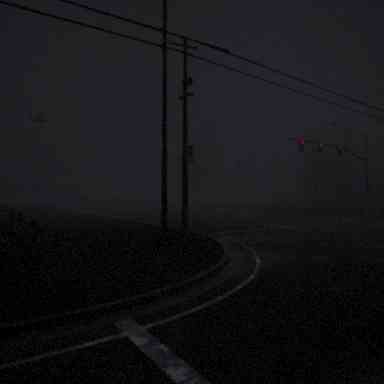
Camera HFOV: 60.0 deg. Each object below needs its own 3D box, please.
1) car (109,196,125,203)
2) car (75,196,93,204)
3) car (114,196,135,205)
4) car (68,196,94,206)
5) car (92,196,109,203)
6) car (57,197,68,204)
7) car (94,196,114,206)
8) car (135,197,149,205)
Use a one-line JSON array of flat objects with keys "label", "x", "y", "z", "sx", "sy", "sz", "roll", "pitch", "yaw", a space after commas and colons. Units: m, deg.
[{"label": "car", "x": -15.927, "y": 1.541, "z": 70.456, "sx": 1.812, "sy": 1.442, "sz": 4.674, "roll": 0, "pitch": 0, "yaw": -35}, {"label": "car", "x": -21.657, "y": 1.528, "z": 66.436, "sx": 2.128, "sy": 1.511, "sz": 4.902, "roll": 0, "pitch": 0, "yaw": -35}, {"label": "car", "x": -12.737, "y": 1.611, "z": 59.817, "sx": 2.033, "sy": 1.411, "sz": 5.357, "roll": 0, "pitch": 0, "yaw": -35}, {"label": "car", "x": -18.746, "y": 1.400, "z": 56.194, "sx": 2.097, "sy": 1.767, "sz": 4.553, "roll": 0, "pitch": 0, "yaw": -35}, {"label": "car", "x": -18.792, "y": 1.508, "z": 68.446, "sx": 1.837, "sy": 1.490, "sz": 4.892, "roll": 0, "pitch": 0, "yaw": -35}, {"label": "car", "x": -24.523, "y": 1.588, "z": 64.426, "sx": 2.033, "sy": 1.411, "sz": 5.357, "roll": 0, "pitch": 0, "yaw": -35}, {"label": "car", "x": -15.804, "y": 1.581, "z": 58.094, "sx": 1.812, "sy": 1.442, "sz": 4.674, "roll": 0, "pitch": 0, "yaw": -35}, {"label": "car", "x": -9.873, "y": 1.619, "z": 61.829, "sx": 2.033, "sy": 1.411, "sz": 5.357, "roll": 0, "pitch": 0, "yaw": -35}]
